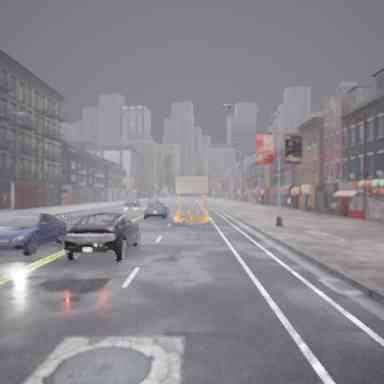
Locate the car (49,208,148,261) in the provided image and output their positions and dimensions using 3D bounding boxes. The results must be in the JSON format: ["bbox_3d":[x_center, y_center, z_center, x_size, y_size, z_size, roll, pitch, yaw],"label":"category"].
[{"bbox_3d":[-3.152,1.532,12.457,2.128,1.511,4.902,0,0,0],"label":"car"}]

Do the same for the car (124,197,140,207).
[{"bbox_3d":[-9.807,1.583,54.585,2.097,1.767,4.553,0,0,0],"label":"car"}]

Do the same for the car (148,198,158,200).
[{"bbox_3d":[-6.558,1.728,55.888,2.128,1.511,4.902,0,0,1],"label":"car"}]

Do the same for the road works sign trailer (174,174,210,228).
[{"bbox_3d":[-0.001,0.546,22.837,2.380,3.560,2.880,0,0,0],"label":"road works sign trailer"}]

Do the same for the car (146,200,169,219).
[{"bbox_3d":[-3.153,1.679,30.242,1.994,1.385,4.181,0,0,0],"label":"car"}]

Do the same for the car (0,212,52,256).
[{"bbox_3d":[-6.600,1.570,13.440,1.812,1.442,4.674,0,0,0],"label":"car"}]
